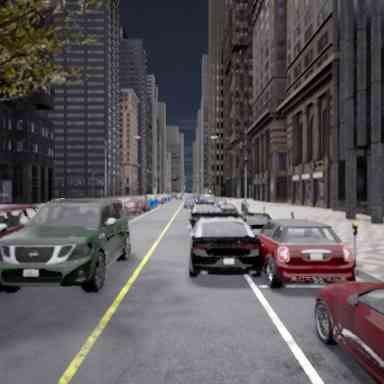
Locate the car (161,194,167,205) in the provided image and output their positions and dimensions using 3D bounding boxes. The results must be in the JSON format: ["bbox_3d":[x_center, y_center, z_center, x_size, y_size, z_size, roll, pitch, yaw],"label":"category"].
[{"bbox_3d":[-6.025,1.580,60.278,1.802,1.307,4.206,0,0,0],"label":"car"}]

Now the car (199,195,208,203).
[{"bbox_3d":[2.450,1.442,71.680,1.967,1.590,4.097,0,0,0],"label":"car"}]

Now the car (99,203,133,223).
[{"bbox_3d":[-5.877,1.577,26.214,1.802,1.307,4.206,0,0,0],"label":"car"}]

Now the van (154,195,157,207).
[{"bbox_3d":[-5.952,1.336,43.246,1.690,1.788,3.998,0,0,0],"label":"van"}]

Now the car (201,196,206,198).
[{"bbox_3d":[2.573,1.546,43.292,2.008,1.369,4.403,0,0,0],"label":"car"}]

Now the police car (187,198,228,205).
[{"bbox_3d":[0.812,1.421,20.384,1.930,1.638,5.238,0,0,0],"label":"police car"}]

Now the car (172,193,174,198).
[{"bbox_3d":[-6.124,1.532,82.817,1.752,1.417,4.829,0,0,0],"label":"car"}]

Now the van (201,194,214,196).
[{"bbox_3d":[2.548,1.337,48.970,1.690,1.788,3.998,0,0,0],"label":"van"}]

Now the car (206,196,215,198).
[{"bbox_3d":[2.623,1.435,31.936,1.967,1.590,4.097,0,0,0],"label":"car"}]

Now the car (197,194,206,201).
[{"bbox_3d":[2.400,1.321,83.035,2.192,1.841,5.009,0,0,0],"label":"car"}]

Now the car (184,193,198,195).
[{"bbox_3d":[-0.279,1.504,64.171,1.837,1.490,4.892,0,0,0],"label":"car"}]

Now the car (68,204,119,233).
[{"bbox_3d":[-5.852,1.521,20.366,1.752,1.417,4.829,0,0,0],"label":"car"}]

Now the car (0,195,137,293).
[{"bbox_3d":[-3.140,1.218,9.224,2.150,2.045,5.566,0,0,0],"label":"car"}]

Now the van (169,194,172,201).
[{"bbox_3d":[-6.100,1.345,77.310,1.690,1.788,3.998,0,0,0],"label":"van"}]

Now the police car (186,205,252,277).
[{"bbox_3d":[0.855,1.423,10.384,1.930,1.638,5.238,0,0,0],"label":"police car"}]

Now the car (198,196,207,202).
[{"bbox_3d":[2.425,1.586,77.357,1.802,1.307,4.206,0,0,0],"label":"car"}]

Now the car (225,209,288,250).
[{"bbox_3d":[2.697,1.562,14.905,1.947,1.339,4.313,0,0,0],"label":"car"}]

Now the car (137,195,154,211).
[{"bbox_3d":[-5.927,1.310,37.568,2.192,1.841,5.009,0,0,0],"label":"car"}]

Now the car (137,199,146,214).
[{"bbox_3d":[-5.902,1.577,31.891,1.802,1.307,4.206,0,0,0],"label":"car"}]

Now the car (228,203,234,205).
[{"bbox_3d":[2.648,1.546,26.259,2.008,1.369,4.403,0,0,0],"label":"car"}]

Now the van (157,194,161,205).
[{"bbox_3d":[-5.977,1.337,48.923,1.690,1.788,3.998,0,0,0],"label":"van"}]

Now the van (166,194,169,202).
[{"bbox_3d":[-6.051,1.341,65.956,1.690,1.788,3.998,0,0,0],"label":"van"}]

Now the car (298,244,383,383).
[{"bbox_3d":[2.746,1.580,3.549,1.802,1.307,4.206,0,0,0],"label":"car"}]

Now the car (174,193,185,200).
[{"bbox_3d":[-3.382,1.536,88.099,1.812,1.442,4.674,0,0,0],"label":"car"}]

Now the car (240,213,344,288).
[{"bbox_3d":[2.721,1.437,9.227,1.967,1.590,4.097,0,0,0],"label":"car"}]

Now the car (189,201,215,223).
[{"bbox_3d":[0.722,1.501,26.274,1.837,1.490,4.892,0,0,0],"label":"car"}]

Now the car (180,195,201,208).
[{"bbox_3d":[-0.184,1.543,46.797,2.033,1.411,5.357,0,0,0],"label":"car"}]
